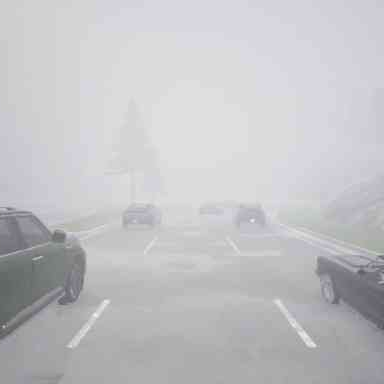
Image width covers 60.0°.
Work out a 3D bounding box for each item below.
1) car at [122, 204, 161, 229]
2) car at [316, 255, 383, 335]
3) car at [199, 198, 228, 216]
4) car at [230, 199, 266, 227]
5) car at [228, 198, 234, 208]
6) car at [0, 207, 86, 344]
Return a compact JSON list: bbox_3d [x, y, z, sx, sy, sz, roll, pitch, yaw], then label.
[{"bbox_3d":[-3.182,1.491,21.725,2.128,1.511,4.902,0,0,2],"label":"car"},{"bbox_3d":[3.601,1.601,5.111,1.895,1.301,4.718,0,0,0],"label":"car"},{"bbox_3d":[1.926,1.526,31.950,1.812,1.442,4.674,0,0,14],"label":"car"},{"bbox_3d":[3.868,1.505,22.939,1.837,1.490,4.892,0,0,3],"label":"car"},{"bbox_3d":[4.911,1.526,42.846,1.812,1.442,4.674,0,0,16],"label":"car"},{"bbox_3d":[-3.400,1.221,4.972,2.150,2.045,5.566,0,0,0],"label":"car"}]
